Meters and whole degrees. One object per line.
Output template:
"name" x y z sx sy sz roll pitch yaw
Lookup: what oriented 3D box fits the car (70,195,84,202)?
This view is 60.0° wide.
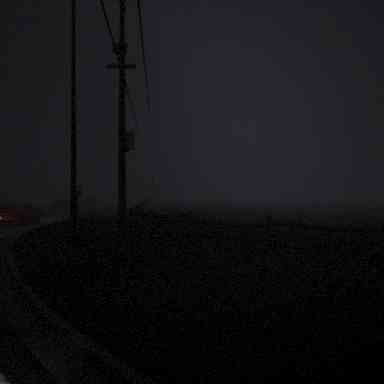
"car" -23.880 1.368 69.154 1.994 1.385 4.181 0 0 -6

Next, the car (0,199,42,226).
"car" -12.206 1.471 23.383 1.882 1.535 5.008 0 0 -6

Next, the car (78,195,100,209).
"car" -14.449 1.553 46.009 1.994 1.385 4.181 0 0 -6

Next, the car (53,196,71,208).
"car" -18.005 1.514 46.390 1.812 1.442 4.674 0 0 -6

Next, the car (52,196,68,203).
"car" -27.418 1.535 69.376 1.994 1.385 4.181 0 0 -6

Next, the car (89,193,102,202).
"car" -20.394 1.208 69.696 2.150 2.045 5.566 0 0 -6

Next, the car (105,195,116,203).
"car" -16.806 1.485 68.782 1.837 1.490 4.892 0 0 -6

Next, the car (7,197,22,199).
"car" -25.136 1.464 47.350 1.882 1.535 5.008 0 0 -6

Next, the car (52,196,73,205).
"car" -22.852 1.532 58.785 2.033 1.411 5.357 0 0 -6
